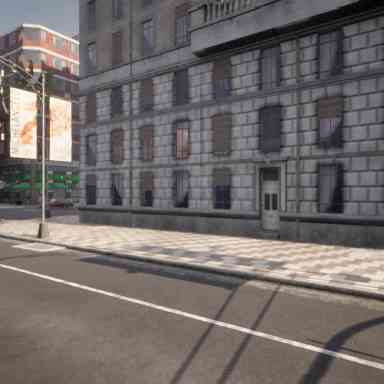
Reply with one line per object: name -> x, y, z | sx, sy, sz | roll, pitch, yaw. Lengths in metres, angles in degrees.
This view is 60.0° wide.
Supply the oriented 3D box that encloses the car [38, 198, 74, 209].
car -> -18.067, 1.526, 44.397 | 1.812, 1.442, 4.674 | 0, 0, 36
